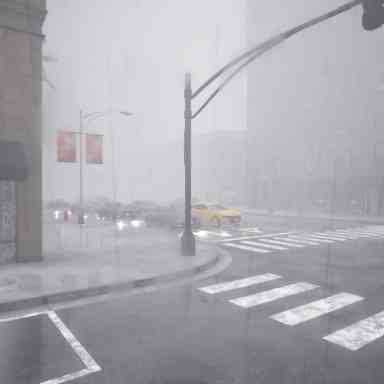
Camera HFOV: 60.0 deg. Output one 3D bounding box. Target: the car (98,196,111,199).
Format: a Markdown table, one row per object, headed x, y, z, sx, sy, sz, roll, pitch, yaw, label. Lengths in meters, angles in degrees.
| x | y | z | sx | sy | sz | roll | pitch | yaw | label |
| --- | --- | --- | --- | --- | --- | --- | --- | --- | --- |
| -10.250 | 1.295 | 38.529 | 2.097 | 1.767 | 4.553 | 0 | 0 | -36 | car |

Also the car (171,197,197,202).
| x | y | z | sx | sy | sz | roll | pitch | yaw | label |
| --- | --- | --- | --- | --- | --- | --- | --- | --- | --- |
| -0.905 | 1.295 | 37.002 | 2.097 | 1.767 | 4.553 | 0 | 0 | -36 | car |

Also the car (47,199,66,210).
| x | y | z | sx | sy | sz | roll | pitch | yaw | label |
| --- | --- | --- | --- | --- | --- | --- | --- | --- | --- |
| -17.054 | 1.537 | 42.459 | 1.895 | 1.301 | 4.718 | 0 | 0 | -35 | car |

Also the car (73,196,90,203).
| x | y | z | sx | sy | sz | roll | pitch | yaw | label |
| --- | --- | --- | --- | --- | --- | --- | --- | --- | --- |
| -22.041 | 1.450 | 66.332 | 1.994 | 1.385 | 4.181 | 0 | 0 | -36 | car |

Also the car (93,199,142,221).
| x | y | z | sx | sy | sz | roll | pitch | yaw | label |
| --- | --- | --- | --- | --- | --- | --- | --- | --- | --- |
| -6.144 | 1.528 | 27.241 | 1.994 | 1.385 | 4.181 | 0 | 0 | -37 | car |

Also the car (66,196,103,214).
| x | y | z | sx | sy | sz | roll | pitch | yaw | label |
| --- | --- | --- | --- | --- | --- | --- | --- | --- | --- |
| -11.069 | 1.477 | 34.108 | 1.812 | 1.442 | 4.674 | 0 | 0 | -36 | car |

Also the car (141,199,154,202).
| x | y | z | sx | sy | sz | roll | pitch | yaw | label |
| --- | --- | --- | --- | --- | --- | --- | --- | --- | --- |
| -4.264 | 1.463 | 30.203 | 1.837 | 1.490 | 4.892 | 0 | 0 | -36 | car |

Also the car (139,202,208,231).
| x | y | z | sx | sy | sz | roll | pitch | yaw | label |
| --- | --- | --- | --- | --- | --- | --- | --- | --- | --- |
| -1.224 | 1.541 | 20.424 | 1.994 | 1.385 | 4.181 | 0 | 0 | -36 | car |

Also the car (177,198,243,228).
| x | y | z | sx | sy | sz | roll | pitch | yaw | label |
| --- | --- | --- | --- | --- | --- | --- | --- | --- | --- |
| 1.284 | 1.450 | 22.504 | 1.882 | 1.535 | 5.008 | 0 | 0 | -35 | car |
